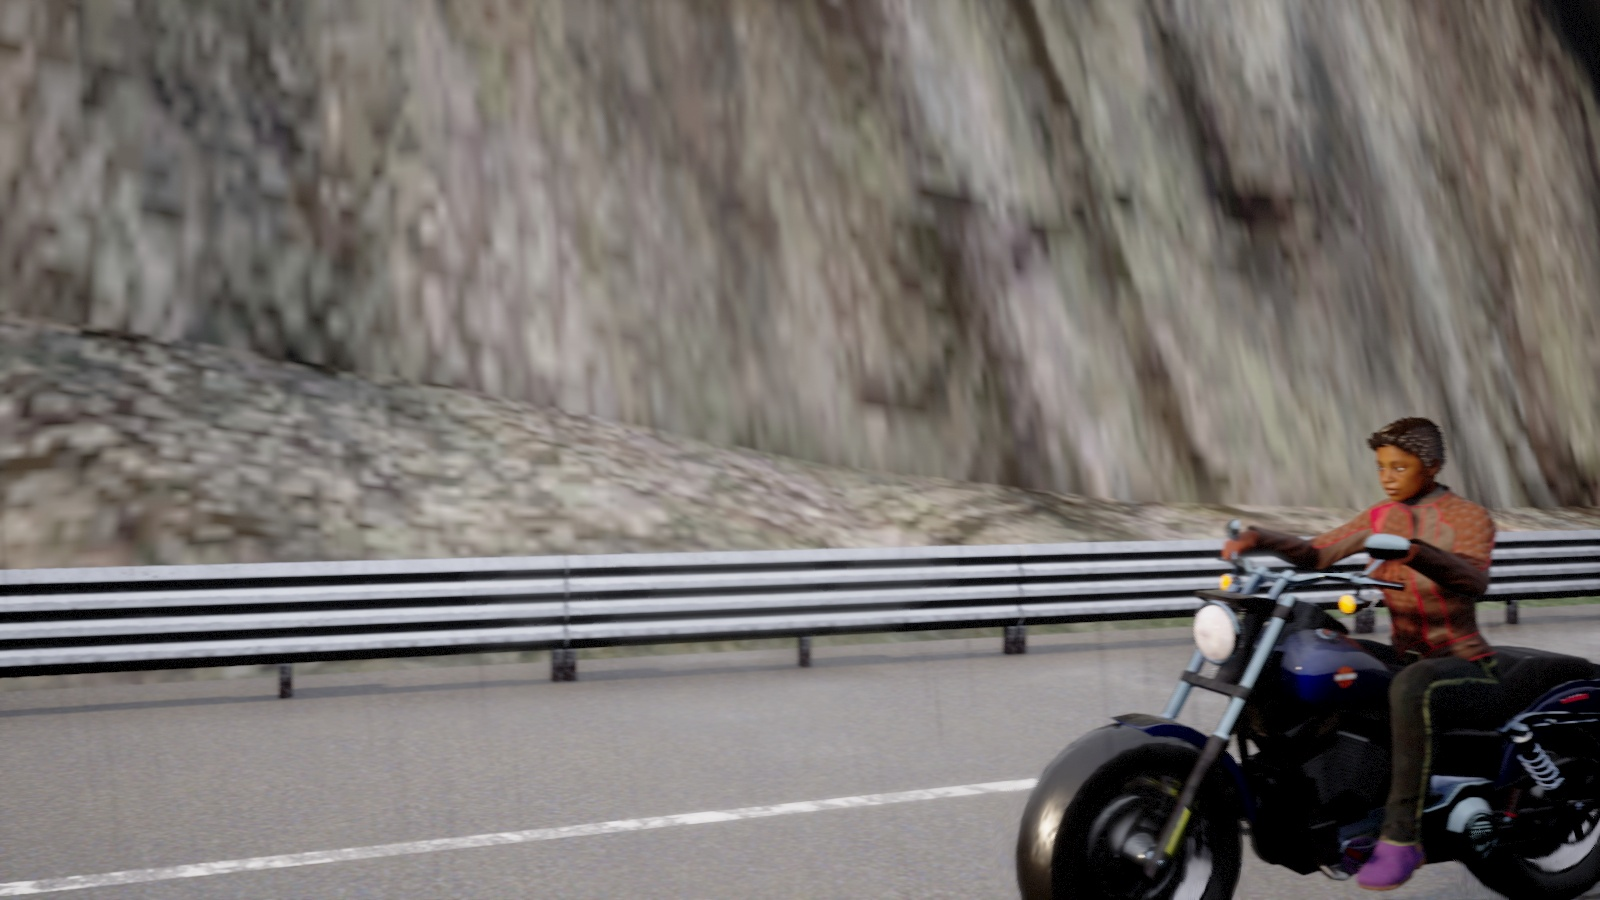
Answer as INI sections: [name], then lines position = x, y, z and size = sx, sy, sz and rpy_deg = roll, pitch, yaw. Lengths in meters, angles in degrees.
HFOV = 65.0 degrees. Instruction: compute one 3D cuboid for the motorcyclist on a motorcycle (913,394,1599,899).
[motorcyclist on a motorcycle]
position = 1.585, 0.669, 3.836
size = 2.350, 1.649, 0.766
rpy_deg = -1, 1, -21
